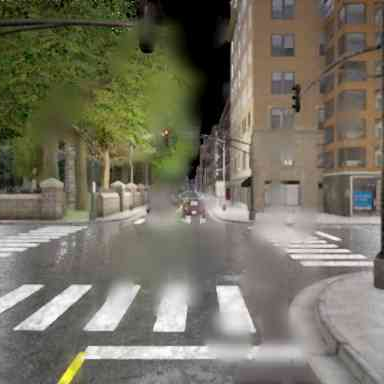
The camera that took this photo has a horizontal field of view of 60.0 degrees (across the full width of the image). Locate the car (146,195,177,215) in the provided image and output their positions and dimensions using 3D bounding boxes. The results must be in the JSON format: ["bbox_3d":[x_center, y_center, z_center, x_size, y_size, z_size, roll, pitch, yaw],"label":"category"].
[{"bbox_3d":[-3.000,1.344,31.596,2.033,1.411,5.357,0,1,4],"label":"car"}]

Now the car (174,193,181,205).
[{"bbox_3d":[-2.982,1.182,46.471,1.837,1.490,4.892,0,2,0],"label":"car"}]

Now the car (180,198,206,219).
[{"bbox_3d":[0.162,1.354,27.335,1.812,1.442,4.674,0,0,0],"label":"car"}]
